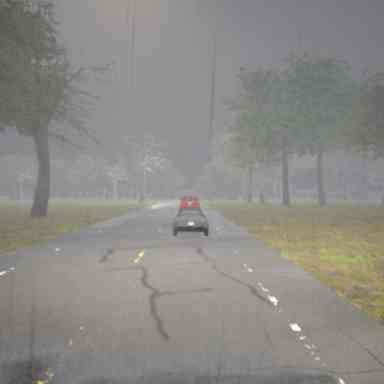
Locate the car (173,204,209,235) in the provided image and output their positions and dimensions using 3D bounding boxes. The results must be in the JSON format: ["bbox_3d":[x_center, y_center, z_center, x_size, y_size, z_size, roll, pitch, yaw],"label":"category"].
[{"bbox_3d":[-0.069,1.599,19.128,1.994,1.385,4.181,0,0,0],"label":"car"}]

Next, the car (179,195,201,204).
[{"bbox_3d":[-0.226,1.302,36.785,2.150,2.045,5.566,0,0,-1],"label":"car"}]
